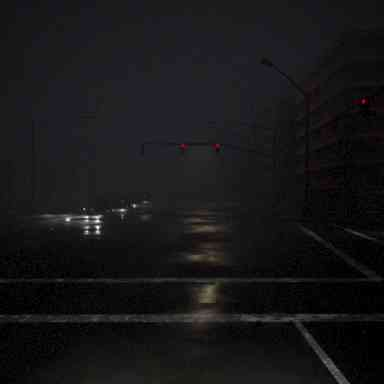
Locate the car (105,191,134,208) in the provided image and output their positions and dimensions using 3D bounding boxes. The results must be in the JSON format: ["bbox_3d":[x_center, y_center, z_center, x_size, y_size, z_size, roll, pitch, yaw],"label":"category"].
[{"bbox_3d":[-9.402,1.106,43.299,2.097,1.767,4.553,0,1,1],"label":"car"}]

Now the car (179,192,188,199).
[{"bbox_3d":[-1.890,0.720,76.187,1.812,1.442,4.674,0,1,1],"label":"car"}]

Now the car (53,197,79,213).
[{"bbox_3d":[-13.007,1.346,35.324,1.882,1.535,5.008,0,1,1],"label":"car"}]

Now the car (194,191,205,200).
[{"bbox_3d":[1.574,0.855,65.405,2.128,1.511,4.902,0,1,1],"label":"car"}]

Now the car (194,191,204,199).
[{"bbox_3d":[1.604,0.556,75.795,2.097,1.767,4.553,0,1,1],"label":"car"}]

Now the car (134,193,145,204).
[{"bbox_3d":[-9.280,1.132,52.943,2.033,1.411,5.357,0,1,1],"label":"car"}]

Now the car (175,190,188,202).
[{"bbox_3d":[-1.987,0.661,60.694,2.150,2.045,5.566,0,0,1],"label":"car"}]

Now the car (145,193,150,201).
[{"bbox_3d":[-9.093,0.947,63.478,2.033,1.411,5.357,0,1,1],"label":"car"}]

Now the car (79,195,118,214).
[{"bbox_3d":[-9.519,1.369,34.257,2.128,1.511,4.902,0,1,1],"label":"car"}]
